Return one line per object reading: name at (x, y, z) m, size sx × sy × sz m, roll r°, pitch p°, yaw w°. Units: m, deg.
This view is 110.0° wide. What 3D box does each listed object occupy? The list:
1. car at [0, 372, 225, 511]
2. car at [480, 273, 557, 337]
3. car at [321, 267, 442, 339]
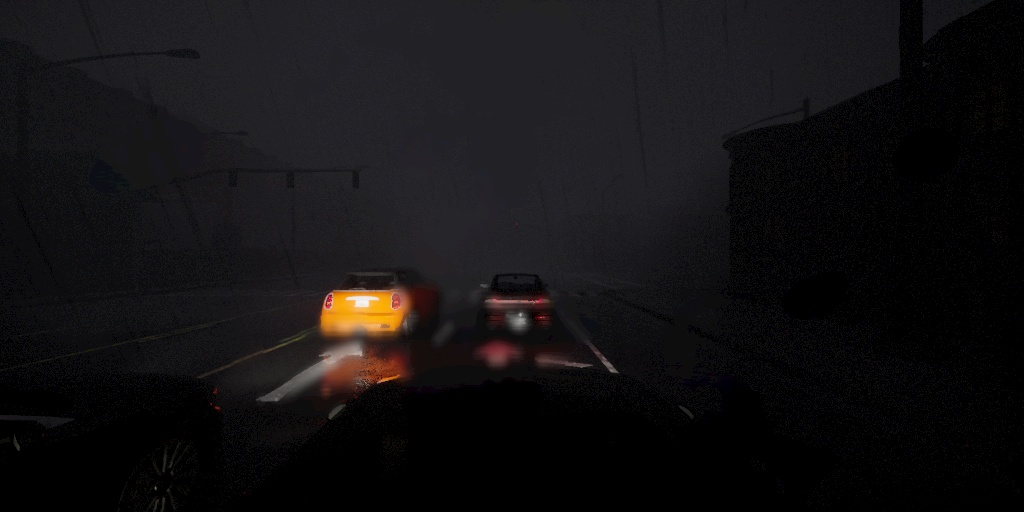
car at (-3.400, 1.242, 1.101) m, size 2.128 × 1.511 × 4.902 m, roll 0°, pitch 0°, yaw 0°
car at (0.115, 1.242, 10.292) m, size 2.128 × 1.511 × 4.902 m, roll 0°, pitch 0°, yaw -1°
car at (-3.394, 1.102, 10.250) m, size 2.097 × 1.767 × 4.553 m, roll 0°, pitch 0°, yaw 0°
